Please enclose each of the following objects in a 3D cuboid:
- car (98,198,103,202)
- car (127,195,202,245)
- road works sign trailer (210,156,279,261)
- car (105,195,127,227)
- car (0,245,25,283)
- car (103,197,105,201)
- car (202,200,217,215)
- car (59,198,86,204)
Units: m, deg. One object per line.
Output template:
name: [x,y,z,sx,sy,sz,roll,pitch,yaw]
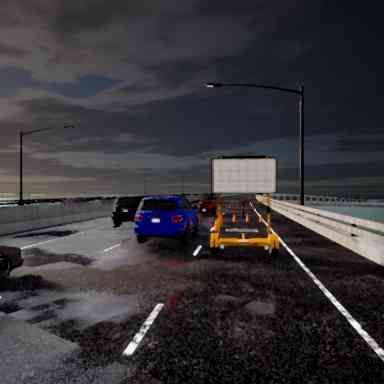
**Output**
car: [-13.458,1.506,53.402,1.837,1.490,4.892,0,0,9]
car: [-1.042,1.223,15.753,2.150,2.045,5.566,0,0,8]
road works sign trailer: [1.922,0.466,12.409,2.380,3.560,2.880,0,0,8]
car: [-3.618,1.225,22.597,2.150,2.045,5.566,0,0,8]
car: [-5.823,1.547,6.685,2.033,1.411,5.357,0,0,9]
car: [-10.714,1.527,48.169,1.812,1.442,4.674,0,0,9]
car: [1.477,1.527,33.519,1.812,1.442,4.674,0,0,8]
car: [-17.615,1.549,49.363,2.033,1.411,5.357,0,0,9]
